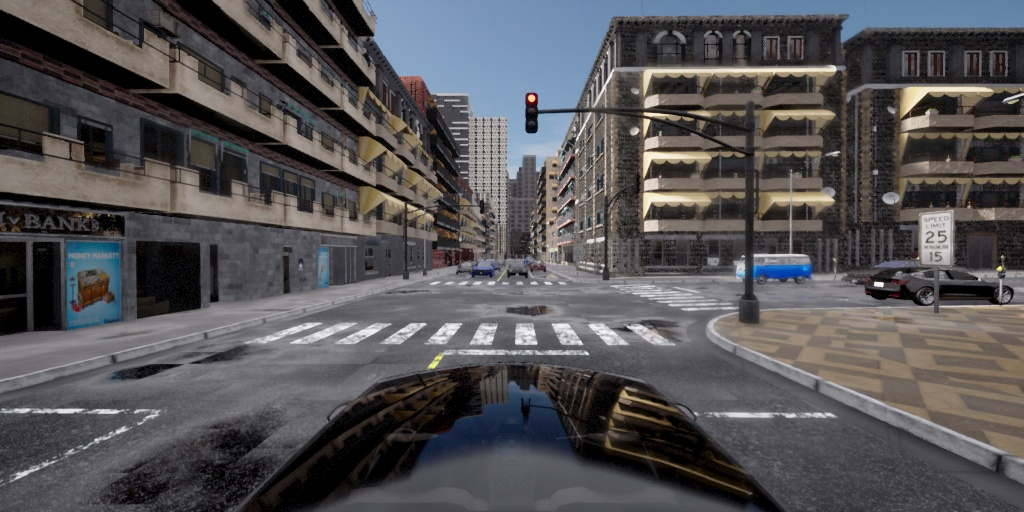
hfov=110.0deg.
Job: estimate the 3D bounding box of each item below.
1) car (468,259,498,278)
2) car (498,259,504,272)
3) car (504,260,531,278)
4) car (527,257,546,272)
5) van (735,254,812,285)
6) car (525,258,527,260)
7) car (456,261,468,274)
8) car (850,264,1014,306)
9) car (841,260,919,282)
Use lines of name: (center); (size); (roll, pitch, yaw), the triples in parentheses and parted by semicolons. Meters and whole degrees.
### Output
car: (-2.676, 1.230, 34.113); (1.882, 1.535, 5.008); (0, 0, 1)
car: (-2.503, 1.322, 46.775); (1.994, 1.385, 4.181); (0, 0, 1)
car: (0.526, 1.353, 34.101); (1.895, 1.301, 4.718); (0, 0, 1)
car: (3.265, 1.198, 45.496); (1.967, 1.591, 4.097); (0, 0, 1)
van: (15.919, 0.782, 21.920); (3.998, 1.789, 1.690); (0, 0, 0)
car: (3.486, 1.319, 62.077); (2.007, 1.370, 4.403); (0, 0, 1)
car: (-5.187, 1.305, 40.085); (2.007, 1.370, 4.403); (0, 0, 1)
car: (15.926, 1.077, 13.539); (4.313, 1.339, 1.948); (0, 0, 0)
car: (21.139, 0.928, 19.329); (5.357, 1.411, 2.033); (-1, 0, 0)
